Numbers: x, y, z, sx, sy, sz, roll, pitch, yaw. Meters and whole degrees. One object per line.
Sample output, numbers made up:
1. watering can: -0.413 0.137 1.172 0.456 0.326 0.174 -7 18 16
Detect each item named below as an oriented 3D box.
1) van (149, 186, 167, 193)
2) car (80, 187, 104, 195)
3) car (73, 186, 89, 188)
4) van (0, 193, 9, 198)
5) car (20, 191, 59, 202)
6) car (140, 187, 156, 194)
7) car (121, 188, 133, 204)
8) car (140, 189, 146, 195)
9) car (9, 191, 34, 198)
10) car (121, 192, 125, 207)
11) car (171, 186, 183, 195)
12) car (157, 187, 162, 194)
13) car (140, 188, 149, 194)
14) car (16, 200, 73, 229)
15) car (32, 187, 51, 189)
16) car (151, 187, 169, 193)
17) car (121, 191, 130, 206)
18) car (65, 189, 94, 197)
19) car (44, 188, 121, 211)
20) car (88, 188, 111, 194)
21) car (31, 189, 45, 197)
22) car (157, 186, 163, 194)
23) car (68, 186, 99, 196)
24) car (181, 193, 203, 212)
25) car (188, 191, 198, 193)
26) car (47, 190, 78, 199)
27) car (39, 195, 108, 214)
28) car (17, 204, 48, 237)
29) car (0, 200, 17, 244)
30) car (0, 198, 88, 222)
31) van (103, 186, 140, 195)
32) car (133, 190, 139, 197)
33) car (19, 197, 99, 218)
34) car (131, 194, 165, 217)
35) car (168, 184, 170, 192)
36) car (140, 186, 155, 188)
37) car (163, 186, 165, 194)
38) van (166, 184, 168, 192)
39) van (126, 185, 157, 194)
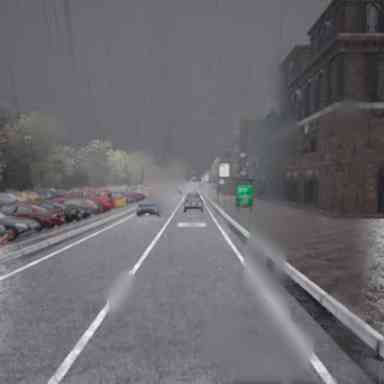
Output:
1. van: -8.945 -0.684 88.006 4.442 1.987 1.878 0 2 1
2. car: -22.300 -0.196 74.331 4.553 1.767 2.185 0 2 1
3. car: -22.339 0.115 63.193 4.553 1.767 2.185 0 2 1
4. van: -22.511 0.759 35.353 4.442 1.987 1.878 0 1 1
5. car: -22.528 0.647 49.278 4.792 1.488 2.163 0 2 1
6. car: -9.183 0.470 54.750 5.366 1.575 1.946 0 2 1
7. car: -9.492 0.794 37.929 4.553 1.767 2.185 0 1 1
8. car: -9.451 0.696 46.405 5.008 1.535 2.097 0 2 1
9. car: -22.579 0.879 40.928 4.674 1.452 2.002 0 1 1
10. car: -9.568 1.062 32.493 5.008 1.535 2.097 0 1 1
11. car: -3.049 0.033 72.857 1.895 1.301 4.718 0 2 0
12. car: -9.243 0.131 68.664 4.674 1.452 2.002 0 2 1
13. car: -9.414 0.622 49.187 5.008 1.535 2.097 0 2 1
14. car: -9.696 1.388 18.569 5.008 1.535 2.097 0 1 0
15. car: -22.445 0.292 52.057 5.566 2.045 2.435 0 2 1
16. car: -8.980 -0.591 93.702 4.792 1.488 2.163 0 2 1
17. car: -9.734 0.986 35.277 5.366 1.575 1.946 0 1 1
18. car: -22.350 0.163 65.981 5.008 1.535 2.097 0 2 1
19. car: -9.628 0.883 29.705 5.566 2.045 2.435 0 1 1
20. car: -22.187 -0.198 79.901 4.792 1.488 2.163 0 2 1
21. car: -22.556 0.766 43.711 5.008 1.535 2.097 0 2 1
22. car: -9.183 -0.112 71.440 4.553 1.767 2.185 0 2 1
23. car: -22.292 -0.165 68.760 5.566 2.045 2.435 0 2 1
24. car: 0.133 1.093 32.271 2.033 1.411 5.357 0 1 -1
25. car: 0.181 0.621 48.196 2.128 1.511 4.902 0 1 0
26. car: -22.425 0.433 57.632 4.674 1.452 2.002 0 2 1
27. car: -9.623 1.247 26.930 4.674 1.452 2.002 0 1 1
28. car: -9.731 1.472 15.781 4.674 1.452 2.002 0 1 1
29. car: -9.785 1.342 12.992 4.553 1.767 2.185 0 1 1
30. car: -9.671 1.336 21.358 5.008 1.535 2.097 0 1 1
31. van: -9.588 0.544 43.617 4.442 1.987 1.878 0 2 1
32. car: -9.503 0.845 40.840 4.892 1.521 2.231 0 2 1
33. car: -9.622 1.305 24.145 4.792 1.488 2.163 0 1 1
34. car: -3.304 1.214 27.381 2.033 1.411 5.357 0 1 0
35. car: -9.058 -0.633 85.348 5.566 2.045 2.435 0 2 1
36. car: -9.312 0.272 57.530 4.553 1.767 2.185 0 2 1
37. car: -9.195 -0.064 74.228 4.892 1.521 2.231 0 2 1
38. van: -8.995 -0.528 82.566 4.442 1.987 1.878 0 2 1
39. van: -9.200 0.098 60.246 4.442 1.987 1.878 0 2 1
